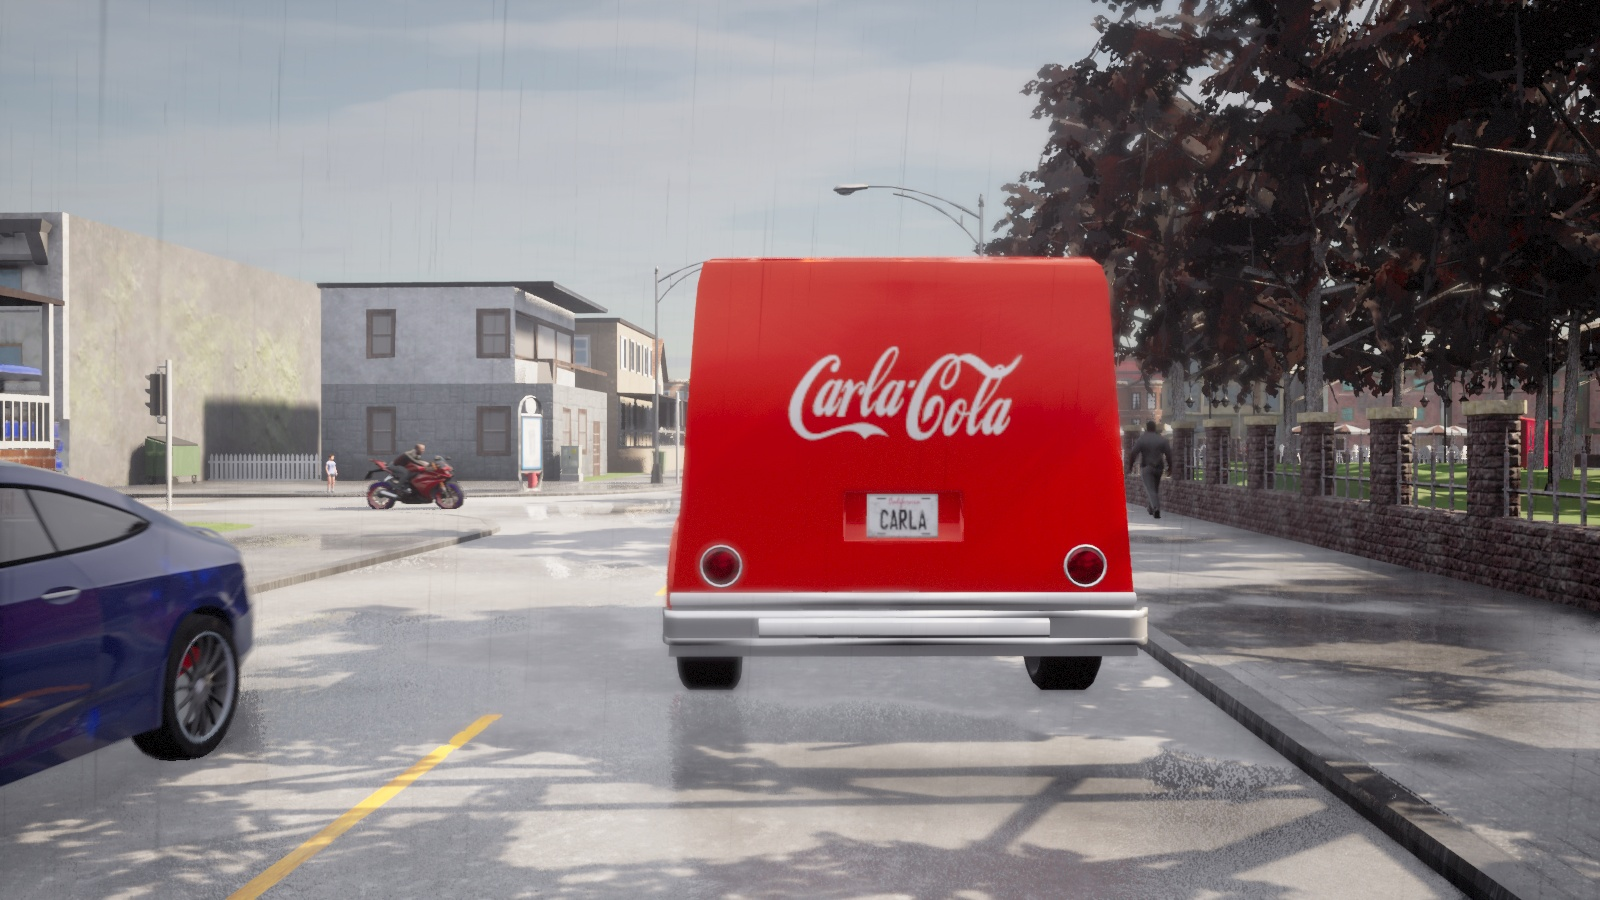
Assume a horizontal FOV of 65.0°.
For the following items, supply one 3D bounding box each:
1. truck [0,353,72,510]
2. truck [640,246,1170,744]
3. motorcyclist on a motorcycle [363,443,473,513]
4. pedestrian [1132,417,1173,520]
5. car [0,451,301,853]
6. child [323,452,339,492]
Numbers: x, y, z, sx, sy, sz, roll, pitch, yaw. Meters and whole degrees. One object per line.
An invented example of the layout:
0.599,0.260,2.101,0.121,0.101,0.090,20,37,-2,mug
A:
-21.519,-0.416,28.928,7.936,3.462,2.891,0,0,3,truck
0.519,0.210,8.828,2.627,2.467,5.204,0,0,0,truck
-8.557,0.615,28.197,2.191,1.530,0.866,0,0,4,motorcyclist on a motorcycle
6.546,0.330,23.343,0.563,1.883,0.849,0,0,3,pedestrian
-3.807,0.743,4.666,1.812,1.442,4.674,0,0,3,car
-13.211,0.626,35.382,0.394,1.110,0.255,0,0,36,child
